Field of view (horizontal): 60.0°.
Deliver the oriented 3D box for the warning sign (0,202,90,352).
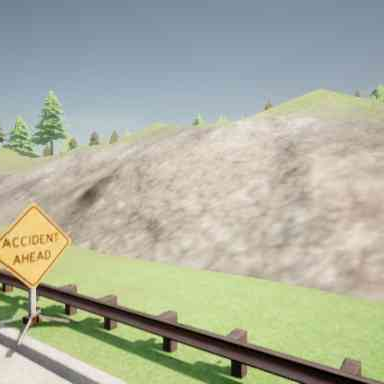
[{"bbox_3d":[-2.425,1.099,5.046,1.060,1.860,1.300,0,0,35],"label":"warning sign"}]
